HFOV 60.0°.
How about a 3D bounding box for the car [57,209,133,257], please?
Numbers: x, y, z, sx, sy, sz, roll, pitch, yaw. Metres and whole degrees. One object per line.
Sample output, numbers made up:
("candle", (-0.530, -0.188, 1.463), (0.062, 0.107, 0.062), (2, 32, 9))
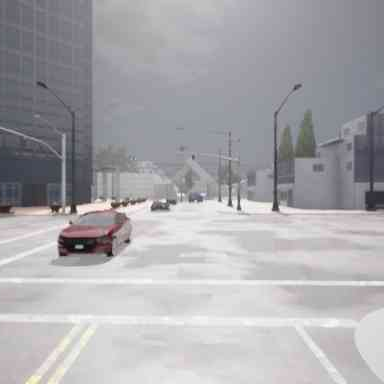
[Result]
("car", (-3.607, 1.476, 13.141), (1.882, 1.535, 5.008), (0, 0, 0))

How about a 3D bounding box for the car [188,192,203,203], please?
("car", (0.748, 1.115, 67.589), (2.150, 2.045, 5.566), (0, 0, 12))

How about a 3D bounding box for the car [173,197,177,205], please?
("car", (-3.505, 1.532, 56.616), (1.895, 1.301, 4.718), (0, 0, 0))

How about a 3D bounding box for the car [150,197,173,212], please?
("car", (-3.591, 1.503, 38.349), (1.994, 1.385, 4.181), (0, 0, 0))
